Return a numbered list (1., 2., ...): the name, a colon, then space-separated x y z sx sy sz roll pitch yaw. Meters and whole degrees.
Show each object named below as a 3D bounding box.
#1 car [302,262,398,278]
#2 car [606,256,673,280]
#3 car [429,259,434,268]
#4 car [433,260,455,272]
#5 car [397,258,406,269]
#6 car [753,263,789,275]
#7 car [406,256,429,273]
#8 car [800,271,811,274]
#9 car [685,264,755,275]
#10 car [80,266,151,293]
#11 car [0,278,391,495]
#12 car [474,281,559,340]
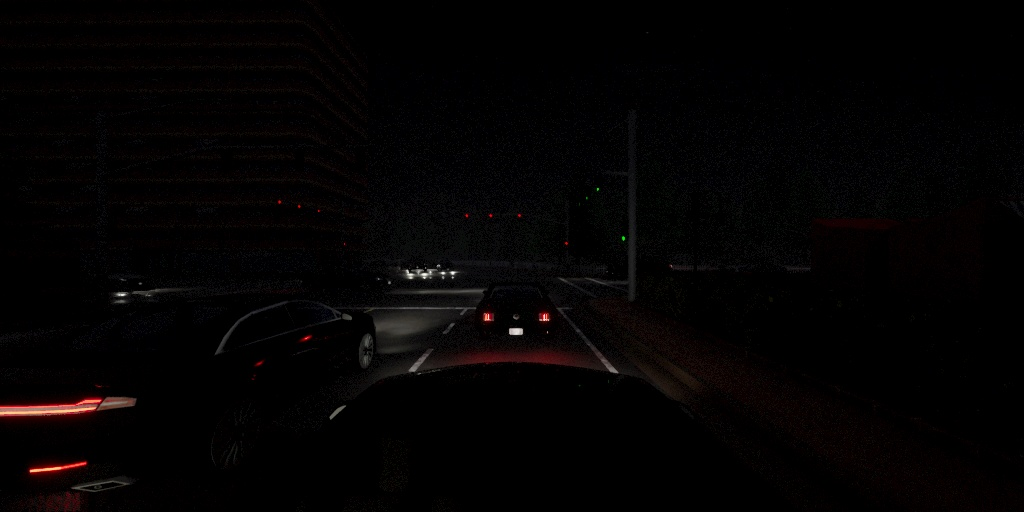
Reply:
1. car: -9.573 1.292 20.833 4.902 1.511 2.128 0 0 1
2. car: 11.089 1.027 31.359 5.566 2.045 2.150 0 0 1
3. car: -12.891 1.255 56.433 1.837 1.490 4.892 0 0 -32
4. car: -8.870 1.297 47.747 2.033 1.411 5.357 0 0 -18
5. car: -15.360 1.276 53.778 1.812 1.442 4.674 0 0 -31
6. car: 21.441 1.331 31.232 4.674 1.442 1.812 0 0 1
7. car: -11.794 0.971 44.803 2.150 2.045 5.566 0 0 -15
8. car: 25.064 1.406 27.710 4.718 1.301 1.895 0 0 1
9. car: 15.646 1.406 27.799 4.718 1.301 1.895 0 0 1
10. car: -24.073 1.331 20.989 4.674 1.442 1.812 0 0 0
11. car: -3.426 1.242 4.729 2.128 1.511 4.902 0 0 0
12. car: 0.113 1.351 9.993 1.895 1.301 4.718 0 0 1
